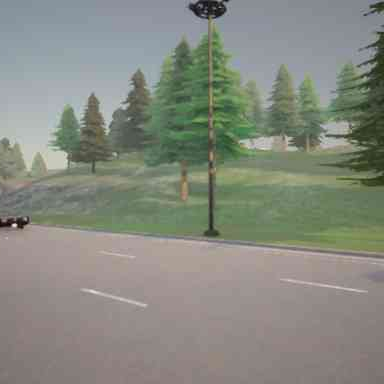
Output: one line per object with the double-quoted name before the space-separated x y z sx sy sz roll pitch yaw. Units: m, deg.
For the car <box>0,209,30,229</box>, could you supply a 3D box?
"car" -12.654 1.770 21.608 4.718 1.301 1.895 -1 0 35
